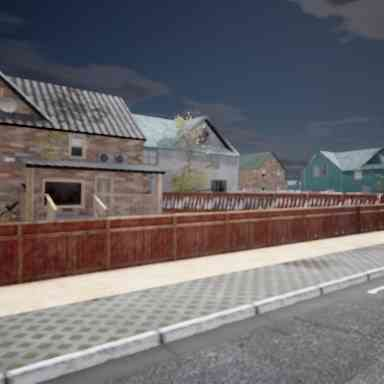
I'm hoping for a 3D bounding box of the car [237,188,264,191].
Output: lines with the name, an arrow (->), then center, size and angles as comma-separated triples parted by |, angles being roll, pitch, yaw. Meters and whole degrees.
car -> 7.498, 0.513, 39.994 | 2.150, 2.045, 5.566 | 1, 1, -35
